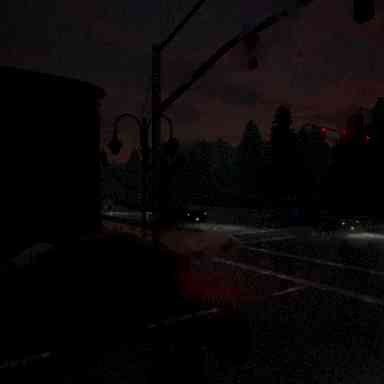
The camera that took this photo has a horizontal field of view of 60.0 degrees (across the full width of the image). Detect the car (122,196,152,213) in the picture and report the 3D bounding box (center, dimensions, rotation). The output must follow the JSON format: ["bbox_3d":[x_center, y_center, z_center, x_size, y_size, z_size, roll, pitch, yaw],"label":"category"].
[{"bbox_3d":[-5.731,1.547,38.158,2.033,1.411,5.357,0,0,-35],"label":"car"}]

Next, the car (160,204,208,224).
[{"bbox_3d":[-0.872,1.601,25.026,1.895,1.301,4.718,0,0,-35],"label":"car"}]

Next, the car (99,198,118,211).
[{"bbox_3d":[-11.201,1.515,39.949,2.128,1.511,4.902,0,0,-35],"label":"car"}]

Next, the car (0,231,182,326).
[{"bbox_3d":[-2.395,1.526,6.398,4.674,1.442,1.812,0,0,-34],"label":"car"}]

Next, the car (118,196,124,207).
[{"bbox_3d":[-10.506,1.352,51.337,2.097,1.767,4.553,0,0,-35],"label":"car"}]

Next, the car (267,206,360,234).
[{"bbox_3d":[7.017,1.548,19.850,2.033,1.411,5.357,0,0,-35],"label":"car"}]

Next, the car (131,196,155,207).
[{"bbox_3d":[-7.940,1.505,53.780,1.837,1.490,4.892,0,0,-35],"label":"car"}]
